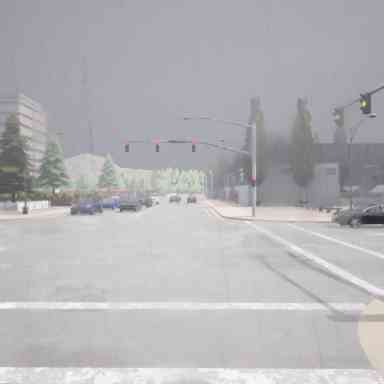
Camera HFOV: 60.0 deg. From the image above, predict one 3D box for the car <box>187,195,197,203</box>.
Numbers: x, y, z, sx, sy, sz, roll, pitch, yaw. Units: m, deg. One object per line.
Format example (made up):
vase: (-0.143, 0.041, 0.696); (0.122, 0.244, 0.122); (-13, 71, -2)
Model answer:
car: (-0.034, 1.477, 66.473); (1.882, 1.535, 5.008); (0, 0, 0)

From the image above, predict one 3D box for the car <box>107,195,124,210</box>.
car: (-10.613, 1.477, 43.108); (1.882, 1.535, 5.008); (0, 0, 0)

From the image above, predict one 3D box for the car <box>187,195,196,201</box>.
car: (-0.040, 1.407, 76.843); (1.994, 1.385, 4.181); (0, 0, 0)

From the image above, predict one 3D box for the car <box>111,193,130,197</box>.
car: (-10.612, 1.352, 51.624); (2.097, 1.767, 4.553); (0, 0, 0)

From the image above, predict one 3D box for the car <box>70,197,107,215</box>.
car: (-10.675, 1.352, 33.973); (2.097, 1.767, 4.553); (0, 0, 2)

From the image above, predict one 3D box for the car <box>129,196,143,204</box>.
car: (-10.578, 1.564, 63.499); (1.994, 1.385, 4.181); (0, 0, 0)

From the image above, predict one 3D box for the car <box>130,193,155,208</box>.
car: (-7.100, 1.221, 48.403); (2.150, 2.045, 5.566); (0, 0, 0)

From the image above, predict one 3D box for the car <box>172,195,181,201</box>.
car: (-3.540, 1.407, 76.841); (1.994, 1.385, 4.181); (0, 0, 0)

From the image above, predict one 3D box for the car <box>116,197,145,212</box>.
car: (-7.104, 1.601, 38.665); (1.895, 1.301, 4.718); (0, 0, 0)

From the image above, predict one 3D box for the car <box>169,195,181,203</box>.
car: (-3.534, 1.505, 66.471); (1.837, 1.490, 4.892); (0, 0, 0)

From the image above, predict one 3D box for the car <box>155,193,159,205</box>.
car: (-7.089, 1.220, 59.058); (2.150, 2.045, 5.566); (0, 0, 1)

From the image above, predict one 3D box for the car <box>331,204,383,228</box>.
car: (11.537, 1.491, 21.338); (4.902, 1.511, 2.128); (0, 0, -1)
